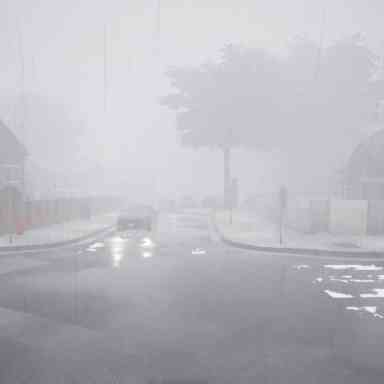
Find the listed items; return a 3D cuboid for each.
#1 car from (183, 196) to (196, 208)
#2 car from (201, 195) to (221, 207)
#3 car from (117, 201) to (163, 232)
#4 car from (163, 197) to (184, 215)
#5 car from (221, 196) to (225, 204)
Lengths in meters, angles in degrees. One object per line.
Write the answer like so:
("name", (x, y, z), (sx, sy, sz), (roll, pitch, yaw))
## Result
("car", (-0.725, 1.372, 47.635), (2.097, 1.767, 4.553), (0, 0, 9))
("car", (2.721, 1.391, 51.555), (2.097, 1.767, 4.553), (0, 0, 11))
("car", (-3.157, 1.472, 20.099), (1.882, 1.535, 5.008), (0, 0, 2))
("car", (-2.354, 1.510, 34.660), (1.837, 1.490, 4.892), (0, 0, 6))
("car", (4.716, 1.386, 61.271), (2.097, 1.767, 4.553), (1, 0, 14))
